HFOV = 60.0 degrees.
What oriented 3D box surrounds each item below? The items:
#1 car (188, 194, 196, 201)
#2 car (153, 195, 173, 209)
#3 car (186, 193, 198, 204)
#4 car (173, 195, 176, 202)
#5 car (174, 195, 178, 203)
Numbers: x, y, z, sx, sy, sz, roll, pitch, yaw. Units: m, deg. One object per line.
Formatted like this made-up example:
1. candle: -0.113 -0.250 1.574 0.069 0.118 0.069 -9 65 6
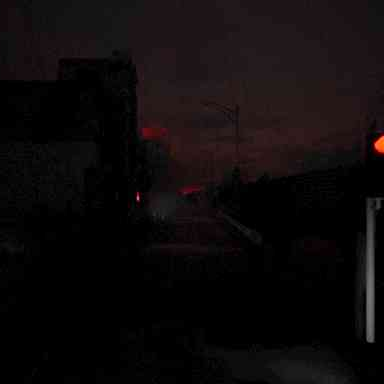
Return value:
1. car: -0.064 1.310 76.718 1.882 1.535 5.008 0 0 0
2. car: -4.130 1.492 44.382 2.128 1.511 4.902 0 0 0
3. car: -0.053 1.221 66.327 2.150 2.045 5.566 0 0 0
4. car: -4.132 1.601 54.616 1.895 1.301 4.718 0 0 0
5. car: -4.064 1.352 68.552 2.097 1.767 4.553 0 0 0
